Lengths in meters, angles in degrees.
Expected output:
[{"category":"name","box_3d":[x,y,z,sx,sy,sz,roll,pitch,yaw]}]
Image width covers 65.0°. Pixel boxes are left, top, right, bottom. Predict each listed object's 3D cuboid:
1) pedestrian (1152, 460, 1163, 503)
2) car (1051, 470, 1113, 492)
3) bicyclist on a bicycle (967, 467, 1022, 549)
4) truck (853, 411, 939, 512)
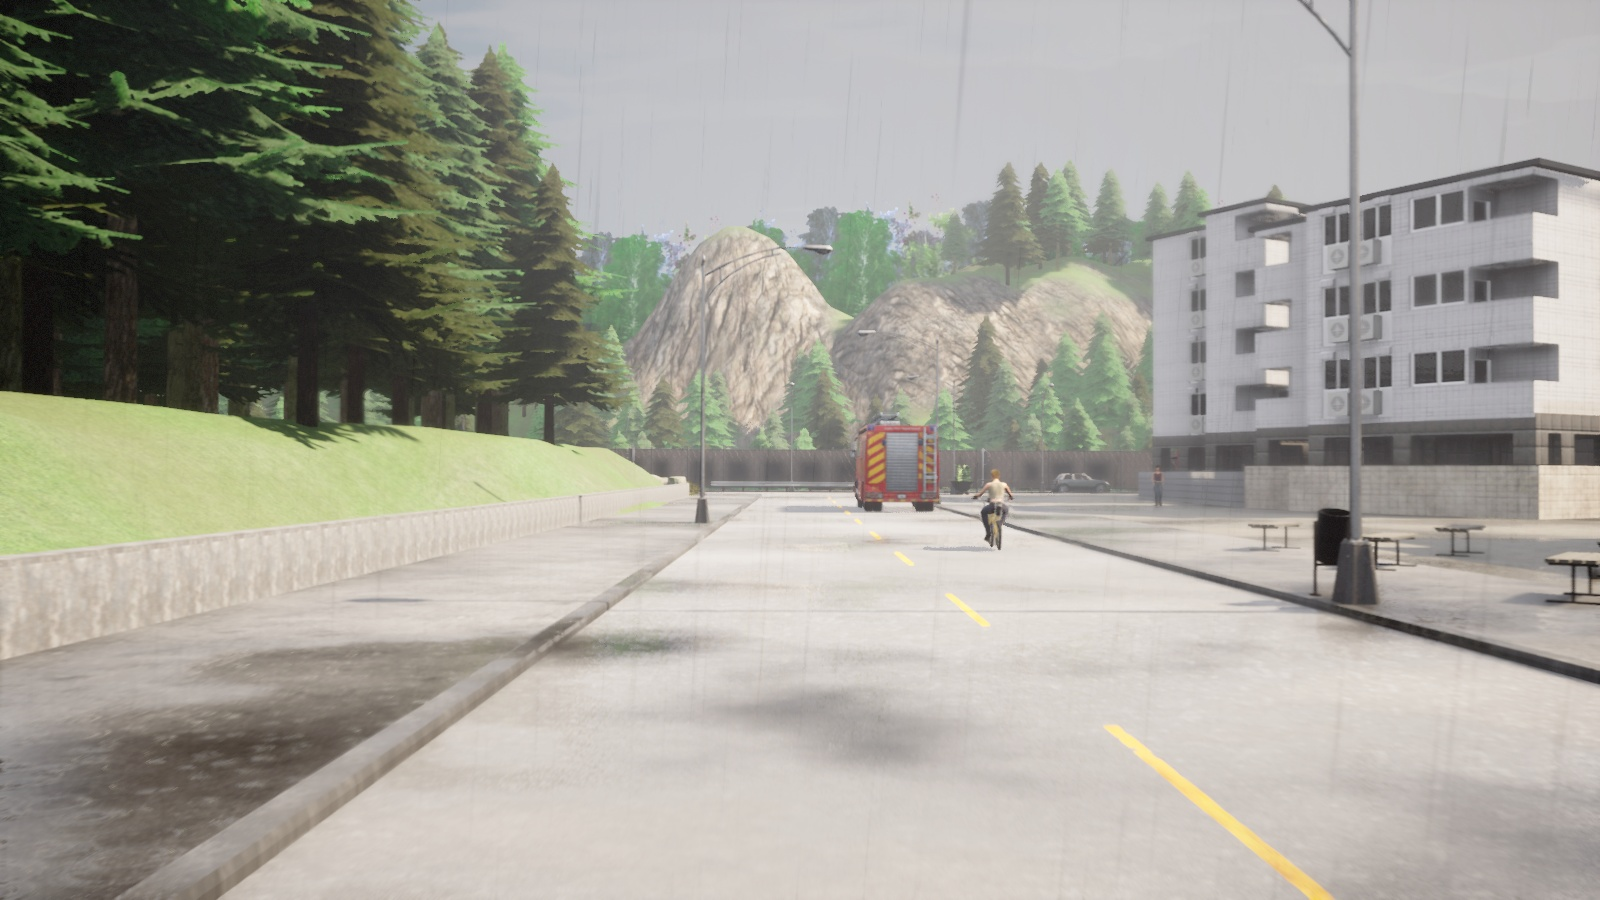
[{"category":"pedestrian","box_3d":[15.323,1.364,53.799,0.345,1.836,0.594,0,-1,9]},{"category":"car","box_3d":[19.389,2.148,86.324,3.806,1.475,1.970,0,-1,-1]},{"category":"bicyclist on a bicycle","box_3d":[3.946,1.163,25.554,0.866,1.612,1.509,0,-1,0]},{"category":"truck","box_3d":[3.875,0.512,52.400,2.891,3.827,8.468,0,-1,0]}]
